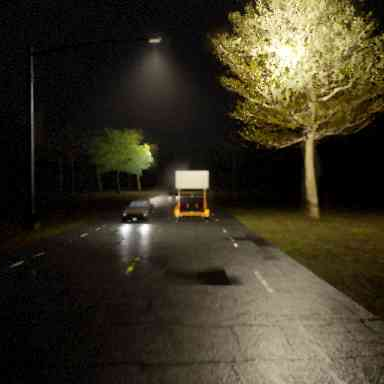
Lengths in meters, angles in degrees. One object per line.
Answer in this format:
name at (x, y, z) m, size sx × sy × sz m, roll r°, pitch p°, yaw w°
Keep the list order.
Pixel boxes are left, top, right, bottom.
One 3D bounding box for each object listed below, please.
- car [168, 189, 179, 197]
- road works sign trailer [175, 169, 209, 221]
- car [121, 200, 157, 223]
car at (-3.511, 0.143, 64.588) m, size 1.812 × 1.442 × 4.674 m, roll 0°, pitch 2°, yaw 1°
road works sign trailer at (0.004, 0.199, 23.597) m, size 2.380 × 3.560 × 2.880 m, roll 0°, pitch 1°, yaw 0°
car at (-3.597, 1.284, 23.500) m, size 2.033 × 1.411 × 5.357 m, roll 0°, pitch 1°, yaw 0°
